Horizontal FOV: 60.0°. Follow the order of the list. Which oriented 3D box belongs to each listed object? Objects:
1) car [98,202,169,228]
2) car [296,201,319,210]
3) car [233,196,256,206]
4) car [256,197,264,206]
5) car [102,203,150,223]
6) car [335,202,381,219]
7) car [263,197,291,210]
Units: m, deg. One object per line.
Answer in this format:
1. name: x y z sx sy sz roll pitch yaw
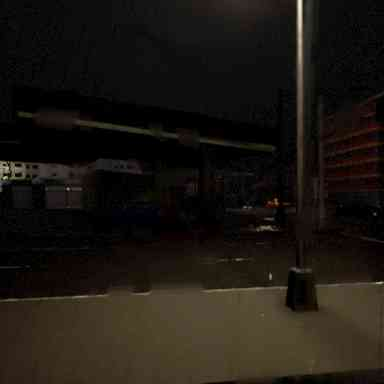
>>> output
1. car: -3.865 1.503 22.261 4.611 1.667 2.242 0 0 -8
2. car: 16.456 1.890 46.773 1.895 1.301 4.718 0 0 -9
3. car: 10.051 1.976 64.496 2.128 1.511 4.902 0 0 -9
4. car: 13.720 1.803 64.304 2.097 1.767 4.553 0 0 -9
5. car: -5.414 1.718 27.843 3.806 1.475 1.970 0 0 -8
6. car: 15.227 1.657 30.746 2.128 1.511 4.902 0 0 -9
7. car: 12.531 1.801 48.084 1.882 1.535 5.008 0 -1 -9
